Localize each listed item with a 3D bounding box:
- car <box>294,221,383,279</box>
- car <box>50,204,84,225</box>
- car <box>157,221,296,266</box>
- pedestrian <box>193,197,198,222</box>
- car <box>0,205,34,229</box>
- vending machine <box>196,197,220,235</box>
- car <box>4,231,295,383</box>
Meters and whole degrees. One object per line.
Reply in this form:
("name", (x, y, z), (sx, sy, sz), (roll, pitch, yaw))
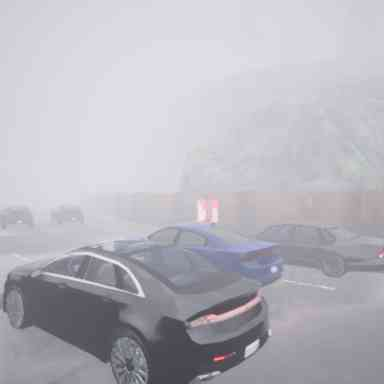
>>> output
("car", (3.304, 1.627, 10.428), (5.357, 1.411, 2.033), (0, -1, 39))
("car", (-9.690, 1.690, 25.746), (1.837, 1.490, 4.892), (0, 0, -31))
("car", (-0.097, 1.544, 8.842), (5.008, 1.535, 1.882), (0, 0, 40))
("pedestrian", (0.295, 1.191, 19.611), (0.375, 1.860, 0.375), (0, -1, -42))
("car", (-12.335, 1.672, 23.384), (1.837, 1.490, 4.892), (0, 0, -32))
("vending machine", (0.940, 1.339, 19.343), (1.100, 2.100, 0.880), (0, -1, -42))
("car", (-1.201, 1.531, 5.244), (4.902, 1.511, 2.128), (0, 0, 39))
